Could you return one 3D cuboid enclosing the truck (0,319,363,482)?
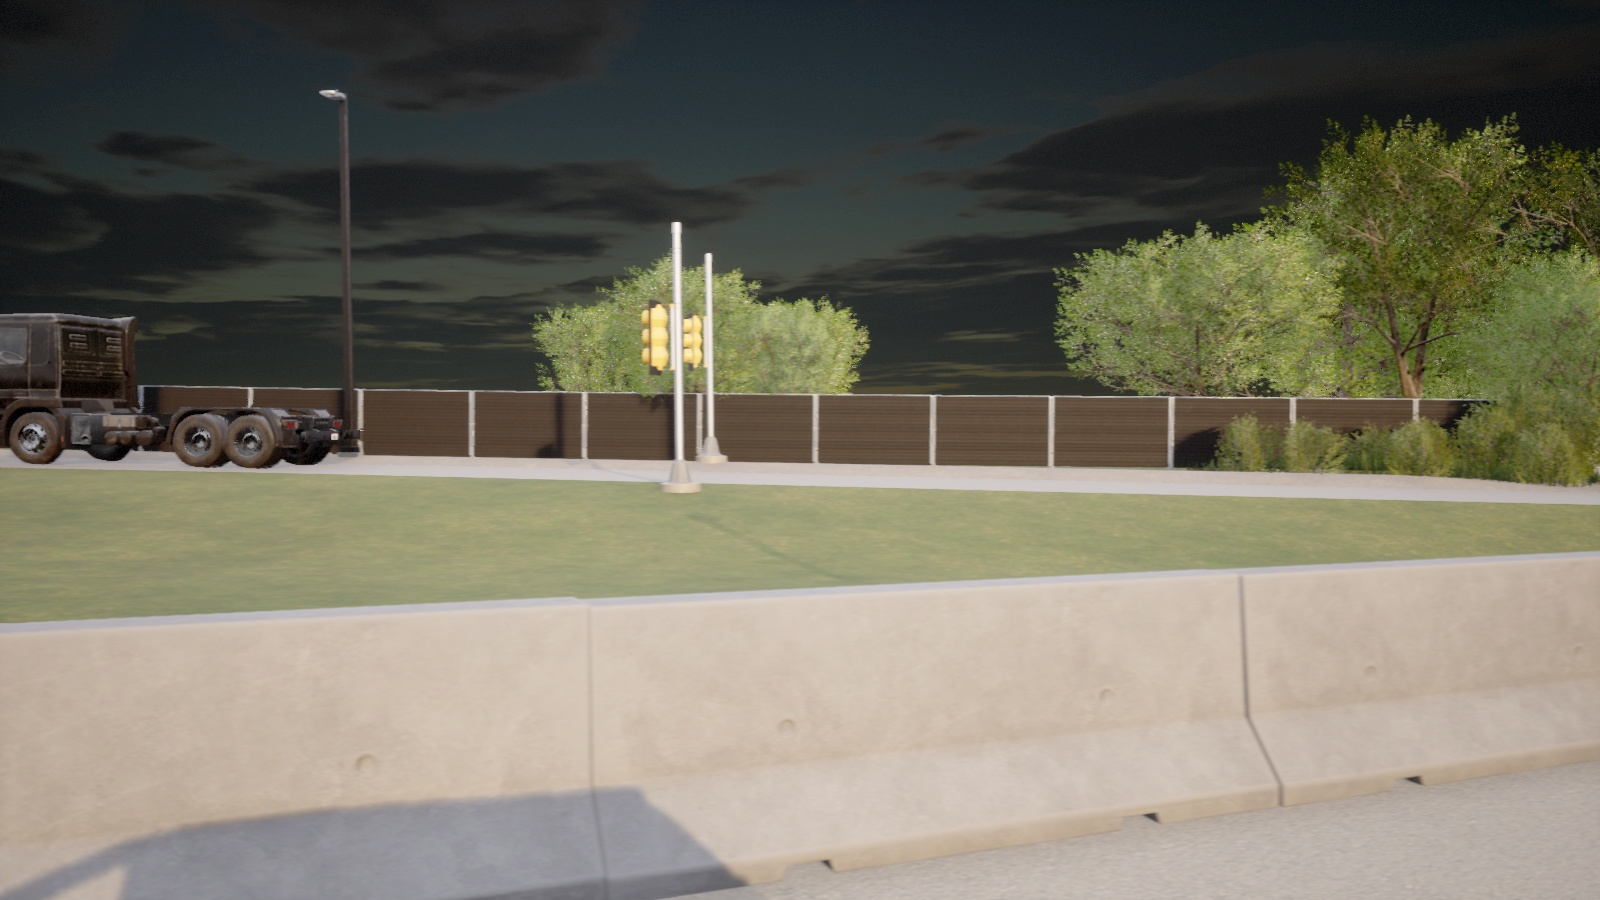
[{"bbox_3d":[-14.462,-1.081,28.683,7.936,3.462,2.891,0,2,6],"label":"truck"}]
